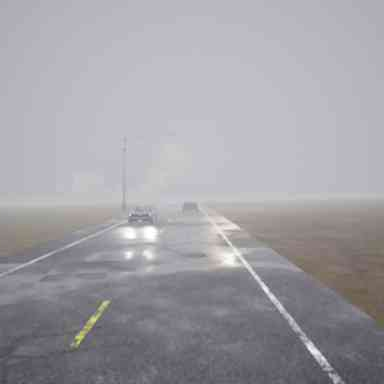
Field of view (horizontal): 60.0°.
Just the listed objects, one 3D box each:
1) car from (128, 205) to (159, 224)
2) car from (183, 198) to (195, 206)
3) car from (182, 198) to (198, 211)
[{"bbox_3d":[-3.717,1.734,25.809,1.895,1.301,4.718,0,0,-1],"label":"car"},{"bbox_3d":[-0.581,1.842,62.216,2.128,1.511,4.902,0,0,-1],"label":"car"},{"bbox_3d":[-0.241,1.714,43.952,1.882,1.535,5.008,0,0,-1],"label":"car"}]
